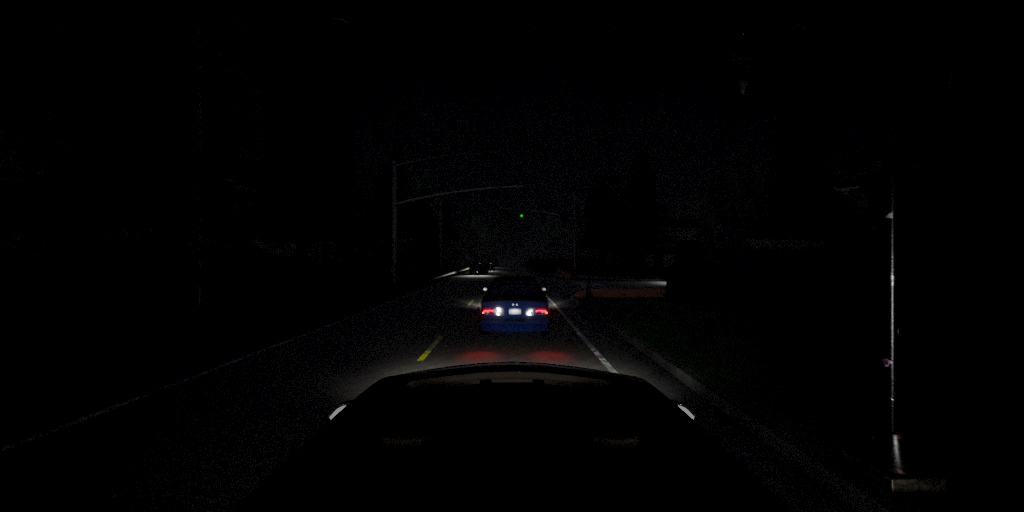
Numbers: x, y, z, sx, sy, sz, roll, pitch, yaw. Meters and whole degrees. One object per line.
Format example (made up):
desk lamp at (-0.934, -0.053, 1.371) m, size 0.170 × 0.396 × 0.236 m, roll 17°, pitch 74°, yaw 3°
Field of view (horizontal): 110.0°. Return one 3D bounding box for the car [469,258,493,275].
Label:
car at (-3.625, 1.297, 40.032) m, size 2.033 × 1.411 × 5.357 m, roll 0°, pitch 0°, yaw 0°

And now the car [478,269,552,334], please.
car at (0.074, 1.298, 10.579) m, size 2.033 × 1.411 × 5.357 m, roll 0°, pitch 0°, yaw 0°

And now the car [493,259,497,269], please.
car at (-3.633, 1.102, 50.321) m, size 2.097 × 1.767 × 4.553 m, roll 0°, pitch 0°, yaw 0°
